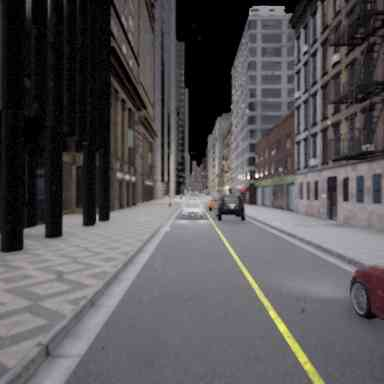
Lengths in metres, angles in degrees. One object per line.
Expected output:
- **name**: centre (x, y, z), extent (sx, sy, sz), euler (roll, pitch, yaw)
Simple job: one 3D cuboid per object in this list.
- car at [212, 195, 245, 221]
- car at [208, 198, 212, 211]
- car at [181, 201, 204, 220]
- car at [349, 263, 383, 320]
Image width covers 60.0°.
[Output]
- **car**: centre (3.088, 1.238, 27.850), extent (2.150, 2.045, 5.566), euler (0, 0, 1)
- **car**: centre (3.103, 1.366, 41.142), extent (2.097, 1.767, 4.553), euler (0, 0, 1)
- **car**: centre (0.055, 1.536, 28.746), extent (1.812, 1.442, 4.674), euler (0, 0, 0)
- **car**: centre (3.903, 1.541, 4.443), extent (1.812, 1.442, 4.674), euler (0, 0, 0)
